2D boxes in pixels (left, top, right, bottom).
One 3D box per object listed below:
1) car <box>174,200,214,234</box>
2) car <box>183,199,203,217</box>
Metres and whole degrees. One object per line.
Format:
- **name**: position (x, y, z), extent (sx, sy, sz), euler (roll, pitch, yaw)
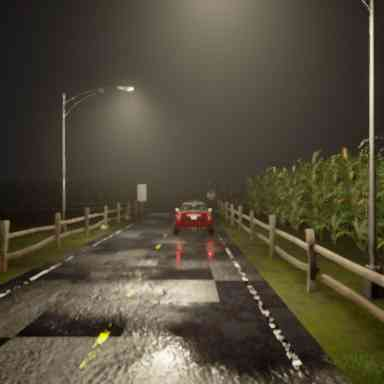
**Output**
- **car**: position (0.099, 1.345, 19.153), extent (2.097, 1.767, 4.553), euler (0, 0, 0)
- **car**: position (0.139, 1.495, 31.656), extent (1.837, 1.490, 4.892), euler (0, 0, 1)
